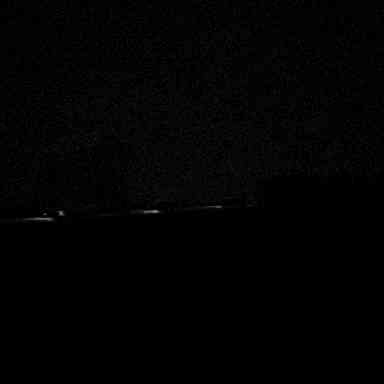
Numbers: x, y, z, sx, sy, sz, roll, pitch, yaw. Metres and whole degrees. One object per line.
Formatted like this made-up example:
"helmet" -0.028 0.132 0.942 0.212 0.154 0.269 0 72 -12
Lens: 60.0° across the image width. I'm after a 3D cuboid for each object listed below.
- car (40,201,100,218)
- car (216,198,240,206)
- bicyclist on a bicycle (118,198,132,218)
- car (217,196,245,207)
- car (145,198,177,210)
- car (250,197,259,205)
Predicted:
"car" -11.116 1.528 30.768 2.033 1.411 5.357 -1 -1 35
"car" 5.934 1.595 54.777 1.895 1.301 4.718 -1 -1 35
"bicyclist on a bicycle" -5.672 1.351 28.116 1.656 1.620 0.582 0 0 35
"car" 6.256 1.406 50.361 1.882 1.535 5.008 -1 -1 36
"car" -3.757 1.484 41.193 1.812 1.442 4.674 -1 -1 35
"car" 11.958 1.477 58.540 2.128 1.511 4.902 -1 -1 35
